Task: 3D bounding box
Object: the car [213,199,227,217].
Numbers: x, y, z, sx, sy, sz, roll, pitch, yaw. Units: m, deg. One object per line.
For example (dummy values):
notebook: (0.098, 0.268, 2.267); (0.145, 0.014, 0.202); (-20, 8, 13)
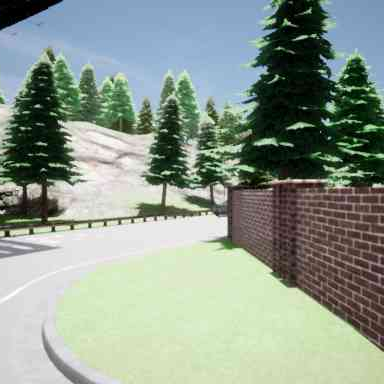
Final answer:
car: (3.623, 1.326, 28.837); (1.837, 1.490, 4.892); (0, 0, 35)
